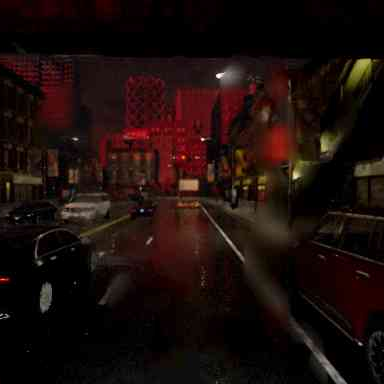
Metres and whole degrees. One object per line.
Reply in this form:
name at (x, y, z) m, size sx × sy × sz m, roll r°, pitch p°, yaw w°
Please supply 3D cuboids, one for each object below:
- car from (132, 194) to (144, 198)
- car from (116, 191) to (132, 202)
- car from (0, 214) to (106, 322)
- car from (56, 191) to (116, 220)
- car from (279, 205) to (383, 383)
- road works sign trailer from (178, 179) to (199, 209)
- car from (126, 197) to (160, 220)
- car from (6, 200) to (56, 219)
car at (-10.890, 1.089, 66.298) m, size 1.882 × 1.535 × 5.008 m, roll 0°, pitch 0°, yaw -25°
car at (-13.993, 0.844, 64.677) m, size 2.150 × 2.045 × 5.566 m, roll 0°, pitch 0°, yaw -25°
car at (-3.469, 1.463, 7.194) m, size 1.837 × 1.490 × 4.892 m, roll 0°, pitch 1°, yaw 0°
car at (-7.323, 1.082, 23.708) m, size 2.150 × 2.045 × 5.566 m, roll 0°, pitch 0°, yaw -1°
car at (3.024, 1.198, 4.991) m, size 2.435 × 2.045 × 5.566 m, roll 0°, pitch 0°, yaw -1°
road works sign trailer at (-0.395, 0.227, 40.007) m, size 2.380 × 3.560 × 2.880 m, roll 0°, pitch 0°, yaw -1°
car at (-3.654, 1.390, 26.630) m, size 2.033 × 1.411 × 5.357 m, roll 0°, pitch 0°, yaw -1°
car at (-10.813, 1.371, 22.897) m, size 1.837 × 1.490 × 4.892 m, roll 0°, pitch 0°, yaw -1°
